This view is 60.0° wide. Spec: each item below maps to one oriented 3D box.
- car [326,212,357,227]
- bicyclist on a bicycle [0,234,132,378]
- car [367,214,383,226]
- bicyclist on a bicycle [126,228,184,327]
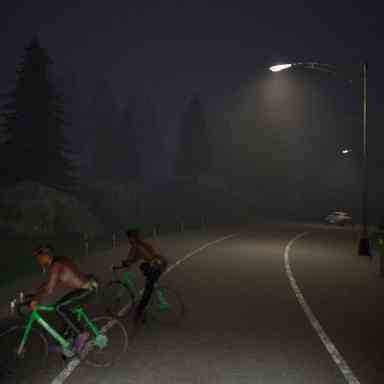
[{"bbox_3d":[16.084,2.925,35.738,4.674,1.442,1.812,5,-3,-44],"label":"car"},{"bbox_3d":[-1.634,1.458,4.139,1.656,1.620,0.582,-2,0,-11],"label":"bicyclist on a bicycle"},{"bbox_3d":[24.224,3.563,42.278,4.902,1.511,2.128,5,-2,-33],"label":"car"},{"bbox_3d":[-0.889,1.467,5.771,1.656,1.620,0.582,-1,-1,24],"label":"bicyclist on a bicycle"}]
